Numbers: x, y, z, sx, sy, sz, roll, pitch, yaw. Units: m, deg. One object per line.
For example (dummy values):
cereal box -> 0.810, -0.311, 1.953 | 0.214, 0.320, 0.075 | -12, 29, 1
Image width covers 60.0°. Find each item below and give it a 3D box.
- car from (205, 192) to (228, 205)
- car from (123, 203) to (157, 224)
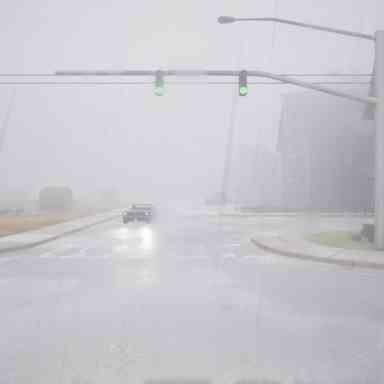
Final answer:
car -> 3.888, 0.984, 52.708 | 1.905, 1.878, 3.866 | -8, 4, -43
car -> -3.706, 1.519, 24.084 | 1.895, 1.301, 4.718 | 0, 0, 0
